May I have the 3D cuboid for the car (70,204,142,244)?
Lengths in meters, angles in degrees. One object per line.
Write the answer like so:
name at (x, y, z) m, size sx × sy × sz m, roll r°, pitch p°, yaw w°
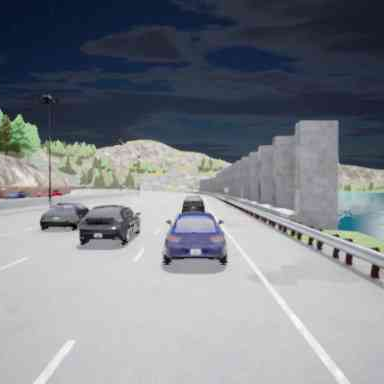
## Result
car at (-3.401, 1.293, 14.476) m, size 1.837 × 1.490 × 4.892 m, roll 0°, pitch 1°, yaw 0°

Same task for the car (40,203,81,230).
car at (-6.901, 1.289, 18.900) m, size 1.994 × 1.385 × 4.181 m, roll 0°, pitch 1°, yaw 0°

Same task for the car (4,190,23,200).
car at (-30.896, 0.509, 58.474) m, size 2.097 × 1.767 × 4.553 m, roll 0°, pitch 1°, yaw 2°

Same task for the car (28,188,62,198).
car at (-20.685, 0.527, 47.776) m, size 2.150 × 2.045 × 5.566 m, roll 0°, pitch 1°, yaw 2°

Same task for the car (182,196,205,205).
car at (0.128, 1.051, 29.186) m, size 1.882 × 1.535 × 5.008 m, roll 0°, pitch 1°, yaw 0°

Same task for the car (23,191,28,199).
car at (-24.049, 0.593, 52.462) m, size 2.097 × 1.767 × 4.553 m, roll 0°, pitch 1°, yaw 2°

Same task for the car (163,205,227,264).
car at (0.098, 1.364, 10.973) m, size 1.812 × 1.442 × 4.674 m, roll 0°, pitch 1°, yaw 0°
